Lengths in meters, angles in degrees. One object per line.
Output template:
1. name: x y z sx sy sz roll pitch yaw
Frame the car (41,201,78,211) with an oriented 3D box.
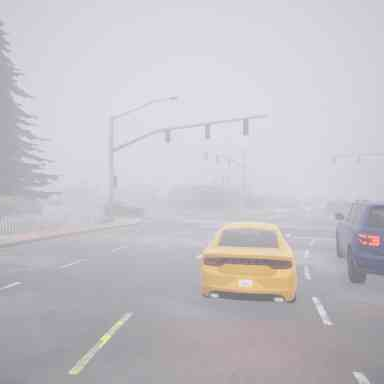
1. car: -14.647 1.581 37.218 4.674 1.442 1.812 0 0 32

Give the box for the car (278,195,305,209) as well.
1. car: 13.260 1.547 45.125 2.033 1.411 5.357 0 0 31

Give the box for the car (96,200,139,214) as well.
1. car: -8.451 1.656 37.475 4.718 1.301 1.895 0 0 32

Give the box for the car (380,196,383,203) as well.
1. car: 40.376 1.540 69.235 2.033 1.411 5.357 0 0 31

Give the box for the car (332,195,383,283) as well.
1. car: 5.436 1.221 9.406 2.150 2.045 5.566 0 0 19

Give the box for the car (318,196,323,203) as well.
1. car: 24.090 1.491 62.737 2.128 1.511 4.902 0 0 32

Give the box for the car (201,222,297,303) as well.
1. car: 1.475 1.478 8.368 1.882 1.535 5.008 0 0 12

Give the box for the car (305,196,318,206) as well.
1. car: 18.602 1.526 53.868 1.812 1.442 4.674 0 0 32

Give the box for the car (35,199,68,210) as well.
1. car: -18.506 1.619 43.710 4.181 1.385 1.994 0 0 32

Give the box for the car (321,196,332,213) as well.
1. car: 16.356 1.501 36.799 1.882 1.535 5.008 1 1 40

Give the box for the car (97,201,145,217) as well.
1. car: -6.844 1.656 32.362 4.718 1.301 1.895 0 0 32

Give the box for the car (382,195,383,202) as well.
1. car: 45.735 1.478 78.025 1.882 1.535 5.008 0 0 31
